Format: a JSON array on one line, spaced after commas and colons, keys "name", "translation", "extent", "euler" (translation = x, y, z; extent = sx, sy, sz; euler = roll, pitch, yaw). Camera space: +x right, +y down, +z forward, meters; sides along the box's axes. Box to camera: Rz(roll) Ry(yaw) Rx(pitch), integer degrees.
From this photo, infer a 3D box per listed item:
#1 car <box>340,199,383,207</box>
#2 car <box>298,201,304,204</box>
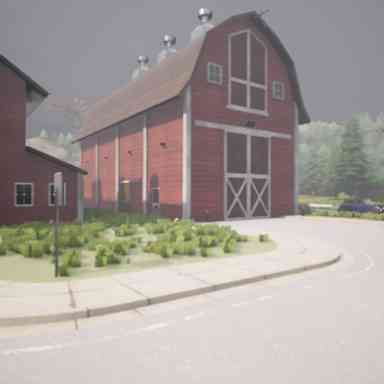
[{"name": "car", "translation": [17.602, 1.501, 34.273], "extent": [2.097, 1.767, 4.553], "euler": [0, 0, -34]}, {"name": "car", "translation": [12.502, 1.658, 41.716], "extent": [1.837, 1.490, 4.892], "euler": [0, 0, -34]}]
